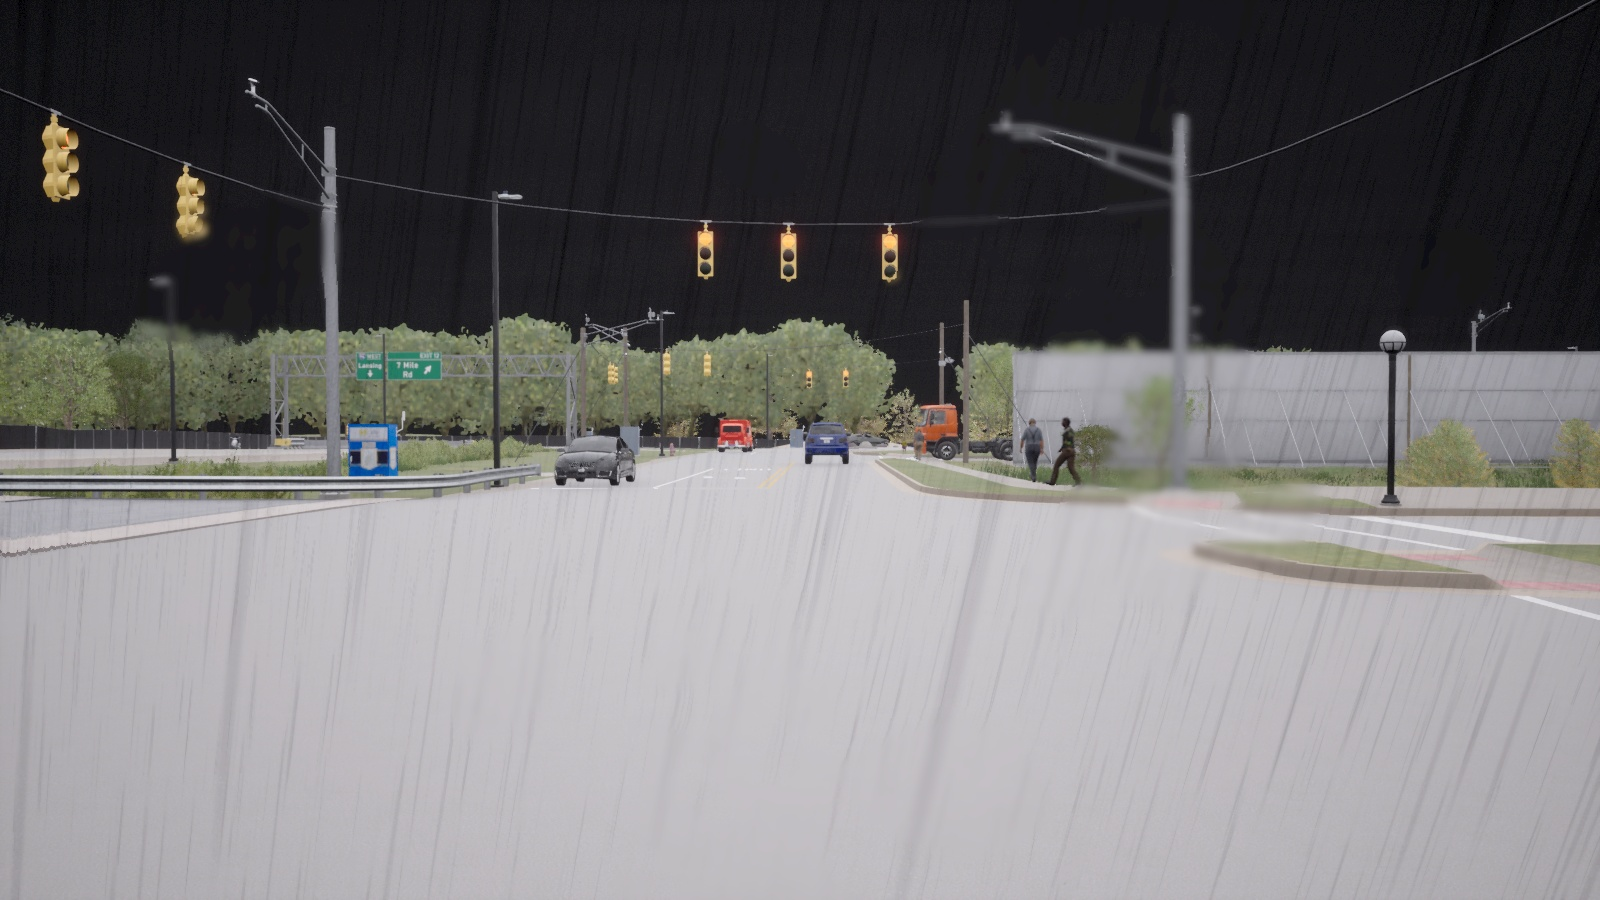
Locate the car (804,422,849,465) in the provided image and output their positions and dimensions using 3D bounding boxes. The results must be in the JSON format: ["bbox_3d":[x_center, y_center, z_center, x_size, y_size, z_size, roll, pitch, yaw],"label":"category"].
[{"bbox_3d":[1.359,-0.350,62.966,2.150,2.045,5.566,0,1,2],"label":"car"}]

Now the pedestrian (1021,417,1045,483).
[{"bbox_3d":[6.573,-0.007,35.408,0.540,1.848,0.694,0,2,0],"label":"pedestrian"}]

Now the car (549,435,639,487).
[{"bbox_3d":[-6.252,0.292,38.693,1.837,1.490,4.892,0,1,2],"label":"car"}]

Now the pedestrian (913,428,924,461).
[{"bbox_3d":[6.681,-0.321,70.919,0.540,1.848,0.694,0,2,-4],"label":"pedestrian"}]

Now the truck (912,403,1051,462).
[{"bbox_3d":[11.121,-1.089,77.375,7.936,3.462,2.891,1,2,-4],"label":"truck"}]

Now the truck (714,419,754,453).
[{"bbox_3d":[-4.979,-1.068,95.457,2.627,2.467,5.204,0,1,2],"label":"truck"}]

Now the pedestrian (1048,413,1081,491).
[{"bbox_3d":[6.594,0.043,31.293,0.692,1.930,0.395,1,2,34],"label":"pedestrian"}]
